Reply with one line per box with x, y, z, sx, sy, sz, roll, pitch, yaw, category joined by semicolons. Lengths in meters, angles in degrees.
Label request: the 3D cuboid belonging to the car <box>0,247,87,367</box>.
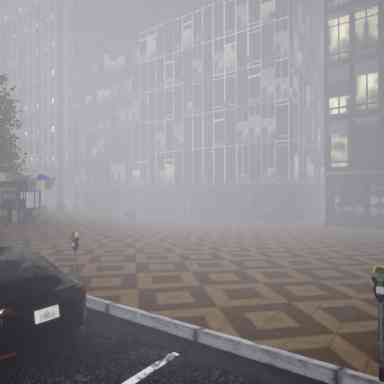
-3.507;1.566;5.371;4.313;1.339;1.947;0;0;35;car
